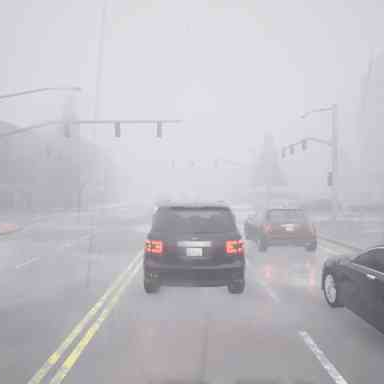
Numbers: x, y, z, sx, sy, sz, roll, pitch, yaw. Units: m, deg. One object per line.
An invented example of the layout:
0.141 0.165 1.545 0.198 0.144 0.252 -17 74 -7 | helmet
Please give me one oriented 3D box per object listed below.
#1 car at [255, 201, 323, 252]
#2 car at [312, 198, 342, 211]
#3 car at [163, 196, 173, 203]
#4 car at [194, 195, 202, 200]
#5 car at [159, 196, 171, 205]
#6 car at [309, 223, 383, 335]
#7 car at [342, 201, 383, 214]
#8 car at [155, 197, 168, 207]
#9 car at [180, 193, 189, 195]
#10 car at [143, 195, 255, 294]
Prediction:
3.537 1.352 14.123 2.097 1.767 4.553 0 0 0 | car
14.441 1.505 37.522 4.892 1.490 1.837 0 0 -2 | car
-5.068 1.552 71.174 1.994 1.385 4.181 0 0 -1 | car
1.475 1.552 90.326 1.994 1.385 4.181 0 0 -1 | car
-4.895 1.477 61.293 1.882 1.535 5.008 0 0 -1 | car
3.607 1.505 5.042 1.837 1.490 4.892 0 0 0 | car
18.490 1.601 34.129 4.718 1.301 1.895 0 0 -2 | car
-4.696 1.526 51.903 1.812 1.442 4.674 0 0 -1 | car
-1.783 1.496 80.180 1.837 1.490 4.892 0 0 -1 | car
0.055 1.221 8.945 2.150 2.045 5.566 0 0 0 | car
